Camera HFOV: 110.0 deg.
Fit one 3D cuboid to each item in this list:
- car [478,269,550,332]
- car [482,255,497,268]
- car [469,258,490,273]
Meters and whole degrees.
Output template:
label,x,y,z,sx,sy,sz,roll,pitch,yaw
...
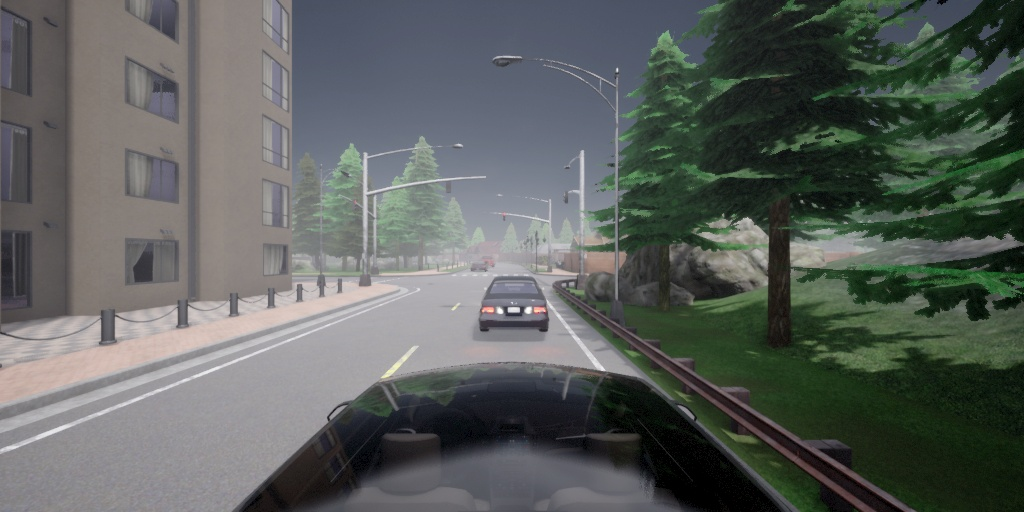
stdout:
label,x,y,z,sx,sy,sz,roll,pitch,yaw
car,0.066,1.297,10.824,2.033,1.411,5.357,0,0,1
car,-4.084,0.937,59.104,2.150,2.045,5.566,0,1,0
car,-3.991,1.246,43.912,1.812,1.442,4.674,0,0,0
